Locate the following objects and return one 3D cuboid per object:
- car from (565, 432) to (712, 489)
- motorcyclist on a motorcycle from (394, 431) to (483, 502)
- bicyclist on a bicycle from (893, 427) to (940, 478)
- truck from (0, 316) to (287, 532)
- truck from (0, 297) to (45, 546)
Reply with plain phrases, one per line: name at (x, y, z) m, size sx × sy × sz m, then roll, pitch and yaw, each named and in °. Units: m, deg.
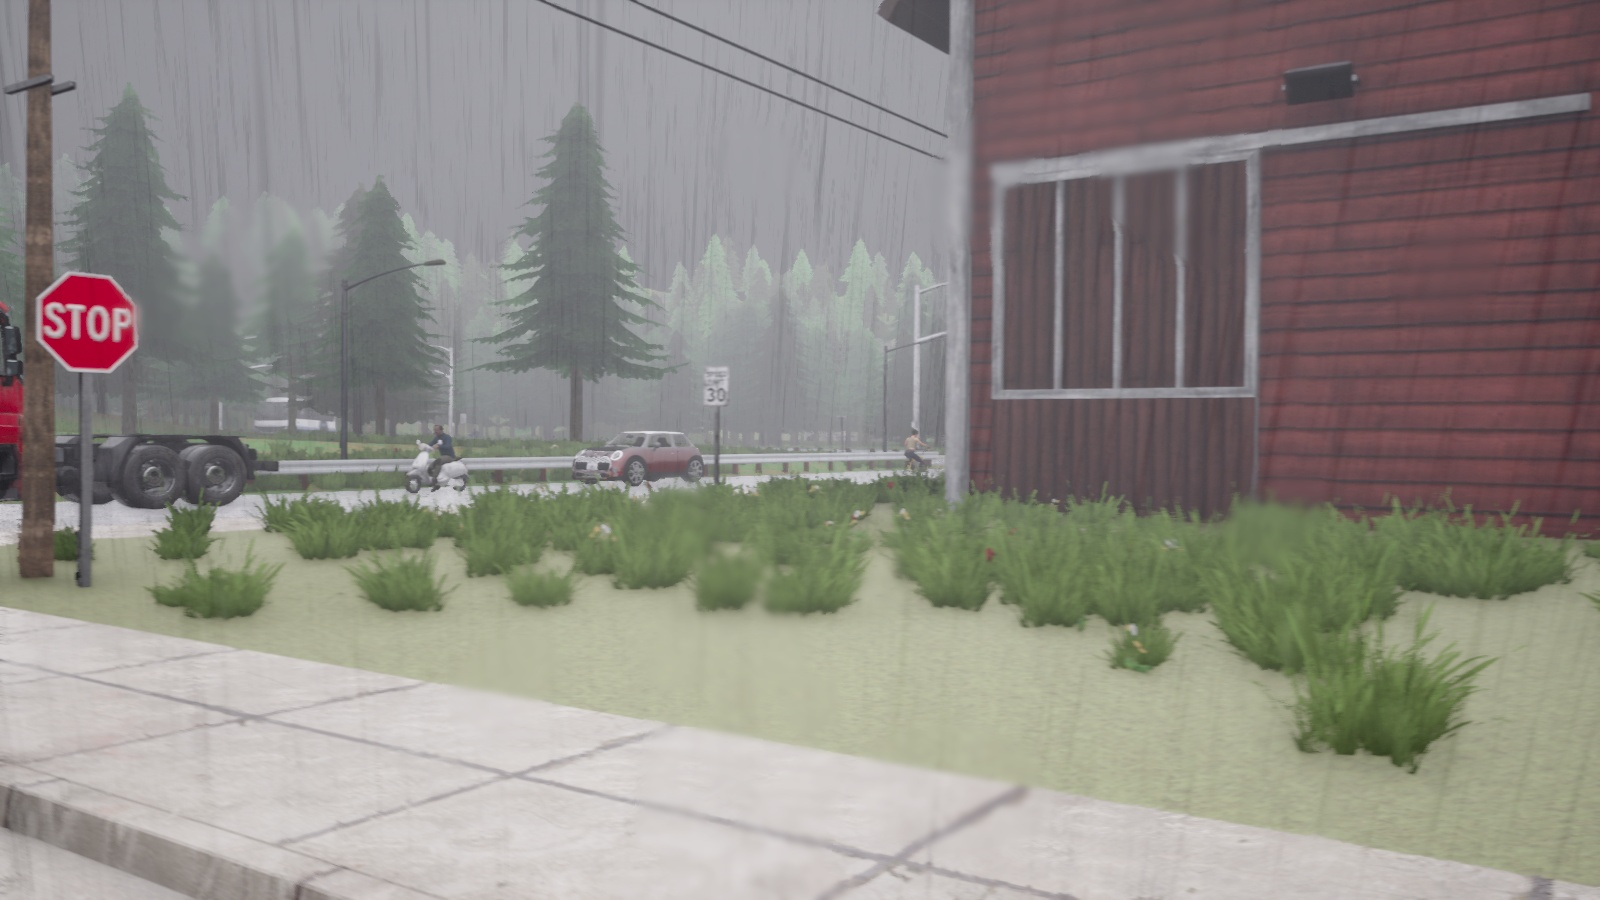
car at (-4.417, 0.252, 34.776) m, size 1.970 × 1.475 × 3.806 m, roll 0°, pitch 1°, yaw 35°
motorcyclist on a motorcycle at (-8.352, 0.354, 29.075) m, size 0.866 × 1.590 × 1.817 m, roll 0°, pitch 1°, yaw 35°
bicyclist on a bicycle at (3.768, 0.073, 40.483) m, size 0.866 × 1.612 × 1.509 m, roll 0°, pitch 1°, yaw 35°
truck at (-13.368, -0.437, 21.807) m, size 2.891 × 3.462 × 7.936 m, roll 0°, pitch 1°, yaw 35°
truck at (-13.043, -0.340, 14.570) m, size 2.891 × 3.462 × 7.936 m, roll 0°, pitch 1°, yaw 9°
